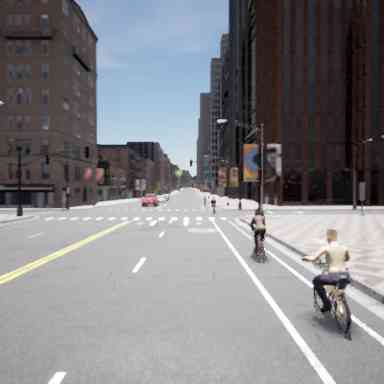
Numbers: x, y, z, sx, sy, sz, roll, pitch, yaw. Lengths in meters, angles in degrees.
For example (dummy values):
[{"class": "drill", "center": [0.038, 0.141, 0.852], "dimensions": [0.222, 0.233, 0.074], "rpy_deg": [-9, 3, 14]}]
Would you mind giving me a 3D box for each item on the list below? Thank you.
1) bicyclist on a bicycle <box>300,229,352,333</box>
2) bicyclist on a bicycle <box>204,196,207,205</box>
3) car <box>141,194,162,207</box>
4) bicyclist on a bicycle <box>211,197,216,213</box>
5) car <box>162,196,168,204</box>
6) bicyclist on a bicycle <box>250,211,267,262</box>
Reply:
[{"class": "bicyclist on a bicycle", "center": [2.400, 1.439, 5.800], "dimensions": [0.866, 1.612, 1.509], "rpy_deg": [0, 0, 0]}, {"class": "bicyclist on a bicycle", "center": [2.256, 1.529, 57.323], "dimensions": [0.582, 1.620, 1.656], "rpy_deg": [0, 0, 0]}, {"class": "car", "center": [-6.575, 1.289, 52.397], "dimensions": [2.150, 2.045, 5.566], "rpy_deg": [0, 0, 1]}, {"class": "bicyclist on a bicycle", "center": [2.253, 1.382, 34.932], "dimensions": [0.659, 1.776, 1.843], "rpy_deg": [0, 1, 0]}, {"class": "car", "center": [-6.500, 1.618, 68.690], "dimensions": [1.812, 1.442, 4.674], "rpy_deg": [0, 0, 0]}, {"class": "bicyclist on a bicycle", "center": [2.256, 1.459, 11.248], "dimensions": [0.582, 1.620, 1.656], "rpy_deg": [0, 0, 0]}]
